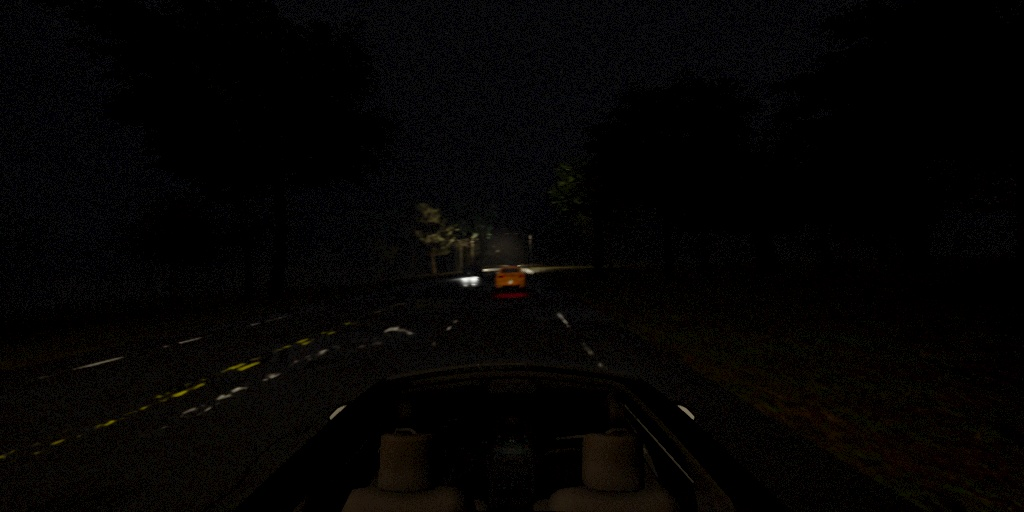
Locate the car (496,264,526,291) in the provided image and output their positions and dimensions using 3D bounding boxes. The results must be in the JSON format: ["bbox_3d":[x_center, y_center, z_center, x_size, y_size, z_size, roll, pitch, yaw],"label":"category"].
[{"bbox_3d":[-0.075,1.457,24.227,1.882,1.535,5.008,-2,-1,0],"label":"car"}]

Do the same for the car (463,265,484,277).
[{"bbox_3d":[-4.926,1.885,45.973,2.128,1.511,4.902,-2,-1,7],"label":"car"}]
